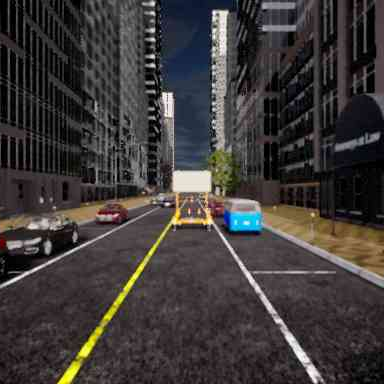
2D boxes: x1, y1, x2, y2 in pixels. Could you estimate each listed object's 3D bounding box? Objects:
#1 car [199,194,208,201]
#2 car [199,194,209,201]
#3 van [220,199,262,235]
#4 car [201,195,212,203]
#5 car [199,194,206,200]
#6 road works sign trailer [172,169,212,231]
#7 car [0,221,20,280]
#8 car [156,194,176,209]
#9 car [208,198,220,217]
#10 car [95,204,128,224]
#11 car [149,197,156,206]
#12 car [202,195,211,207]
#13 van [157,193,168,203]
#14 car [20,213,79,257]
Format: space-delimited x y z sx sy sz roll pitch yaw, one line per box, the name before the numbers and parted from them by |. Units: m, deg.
car | 2.697 1.212 80.938 1.967 1.590 4.097 0 0 0
car | 2.697 1.235 75.246 1.967 1.590 4.097 0 0 0
van | 2.692 1.299 18.322 1.690 1.788 3.998 0 0 0
car | 2.696 1.389 63.861 2.008 1.369 4.403 0 0 0
car | 2.696 1.409 58.169 2.008 1.369 4.403 0 0 0
road works sign trailer | 0.002 0.418 20.339 2.380 3.560 2.880 0 0 0
car | -5.690 1.425 6.941 1.967 1.590 4.097 0 0 0
car | -3.084 1.387 44.259 2.128 1.511 4.902 0 0 0
car | 2.693 1.513 29.706 1.802 1.307 4.206 0 0 0
car | -5.688 1.526 24.017 1.802 1.307 4.206 0 0 0
car | -5.686 1.425 52.480 2.008 1.369 4.403 0 0 0
car | 2.694 1.472 46.784 1.802 1.307 4.206 0 0 0
van | -5.684 1.179 63.865 1.690 1.788 3.998 0 0 0
car | -5.689 1.522 12.633 2.008 1.369 4.403 0 0 0
